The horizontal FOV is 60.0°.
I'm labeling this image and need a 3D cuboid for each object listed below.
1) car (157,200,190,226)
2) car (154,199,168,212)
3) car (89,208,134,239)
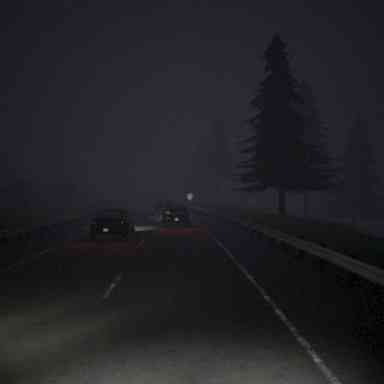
[{"bbox_3d":[-1.252,1.573,23.965,2.128,1.511,4.902,0,0,-6],"label":"car"},{"bbox_3d":[-3.668,1.621,41.642,1.882,1.535,5.008,0,0,-9],"label":"car"},{"bbox_3d":[-4.201,1.589,17.799,1.812,1.442,4.674,0,0,-4],"label":"car"}]
